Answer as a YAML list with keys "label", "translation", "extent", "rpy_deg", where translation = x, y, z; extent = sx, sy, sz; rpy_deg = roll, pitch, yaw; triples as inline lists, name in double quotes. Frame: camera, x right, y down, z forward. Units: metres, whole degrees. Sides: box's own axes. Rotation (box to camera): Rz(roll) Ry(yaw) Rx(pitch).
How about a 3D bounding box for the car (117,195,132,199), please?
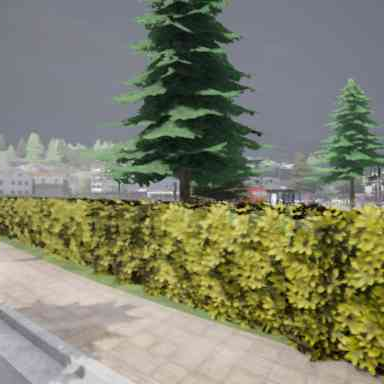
- label: "car"
  translation: [-13.694, 1.677, 72.233]
  extent: [4.605, 1.855, 1.932]
  rpy_deg: [1, -1, -42]

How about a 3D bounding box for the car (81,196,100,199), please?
- label: "car"
  translation: [-24.483, 1.804, 83.645]
  extent: [5.027, 1.636, 2.152]
  rpy_deg: [1, -1, -42]

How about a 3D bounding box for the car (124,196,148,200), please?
- label: "car"
  translation: [-8.903, 1.835, 55.569]
  extent: [3.806, 1.475, 1.970]
  rpy_deg: [1, -1, -42]

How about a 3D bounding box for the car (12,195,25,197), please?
- label: "car"
  translation: [-39.520, 1.634, 74.376]
  extent: [4.605, 1.855, 1.932]
  rpy_deg: [1, -1, -42]

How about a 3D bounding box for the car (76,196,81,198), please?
- label: "car"
  translation: [-29.009, 1.910, 88.206]
  extent: [3.806, 1.475, 1.970]
  rpy_deg: [1, -1, -42]

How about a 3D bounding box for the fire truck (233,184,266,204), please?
- label: "fire truck"
  translation: [6.951, 0.750, 47.040]
  extent: [8.468, 3.827, 2.891]
  rpy_deg: [1, -1, -42]
